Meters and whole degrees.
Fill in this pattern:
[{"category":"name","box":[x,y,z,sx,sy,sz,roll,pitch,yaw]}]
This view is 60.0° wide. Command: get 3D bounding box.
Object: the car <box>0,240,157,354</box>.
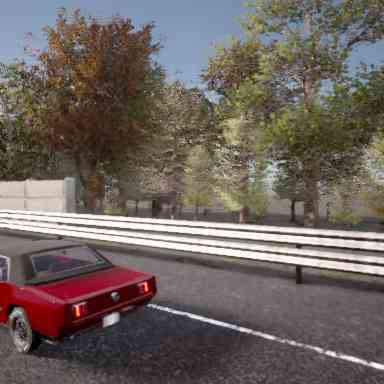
[{"category":"car","box":[-3.003,1.577,6.128,4.718,1.301,1.895,0,0,35]}]
